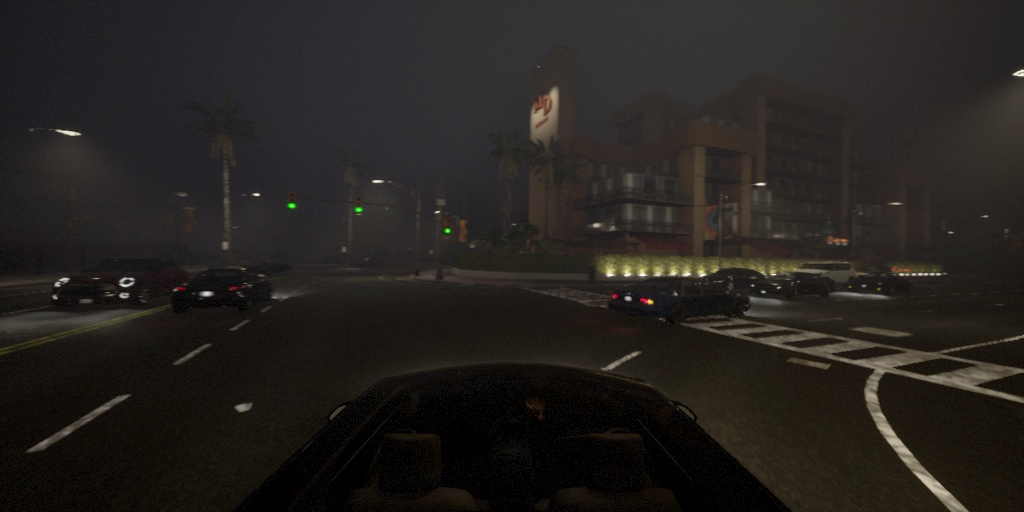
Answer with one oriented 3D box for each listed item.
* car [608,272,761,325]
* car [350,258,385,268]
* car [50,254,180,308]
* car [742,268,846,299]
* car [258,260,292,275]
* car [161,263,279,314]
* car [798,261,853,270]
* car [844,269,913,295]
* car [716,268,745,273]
[{"bbox_3d":[5.799,1.404,12.220,5.357,1.411,2.033,1,0,-28],"label":"car"},{"bbox_3d":[-19.386,0.914,48.362,2.033,1.411,5.357,1,0,14],"label":"car"},{"bbox_3d":[-14.266,0.825,13.437,2.097,1.767,4.553,1,0,-21],"label":"car"},{"bbox_3d":[16.010,1.596,20.343,5.357,1.411,2.033,1,0,-23],"label":"car"},{"bbox_3d":[-19.676,0.967,28.839,1.895,1.301,4.718,1,0,-10],"label":"car"},{"bbox_3d":[-10.118,1.118,12.868,1.994,1.385,4.181,1,0,-22],"label":"car"},{"bbox_3d":[23.597,1.413,27.269,5.566,2.045,2.150,1,0,-22],"label":"car"},{"bbox_3d":[24.504,1.774,23.862,4.181,1.385,1.994,1,0,-23],"label":"car"},{"bbox_3d":[14.495,1.524,23.502,4.892,1.490,1.837,1,0,-23],"label":"car"}]
